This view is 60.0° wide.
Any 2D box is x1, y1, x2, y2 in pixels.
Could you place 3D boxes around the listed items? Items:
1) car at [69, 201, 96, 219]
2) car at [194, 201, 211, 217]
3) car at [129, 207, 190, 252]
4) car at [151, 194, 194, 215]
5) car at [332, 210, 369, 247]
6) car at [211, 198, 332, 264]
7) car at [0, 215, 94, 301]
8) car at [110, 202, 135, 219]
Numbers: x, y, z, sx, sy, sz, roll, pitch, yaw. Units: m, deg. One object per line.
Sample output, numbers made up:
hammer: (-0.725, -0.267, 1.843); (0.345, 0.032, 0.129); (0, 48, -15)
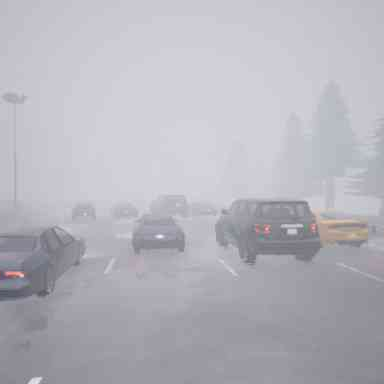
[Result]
car: (-9.468, 1.540, 28.911); (1.837, 1.490, 4.892); (0, 0, -22)
car: (0.785, 1.558, 31.376); (1.994, 1.385, 4.181); (0, 0, -20)
car: (-1.482, 1.569, 13.936); (1.994, 1.385, 4.181); (0, 0, -9)
car: (-2.054, 1.227, 29.214); (2.150, 2.045, 5.566); (0, 0, -20)
car: (5.491, 1.454, 14.635); (1.882, 1.535, 5.008); (0, 0, -9)
car: (2.423, 1.210, 12.023); (2.150, 2.045, 5.566); (0, 0, -9)
car: (-4.135, 1.564, 8.513); (2.033, 1.411, 5.357); (0, 0, -6)
car: (-6.200, 1.586, 30.080); (1.994, 1.385, 4.181); (0, 0, -22)
